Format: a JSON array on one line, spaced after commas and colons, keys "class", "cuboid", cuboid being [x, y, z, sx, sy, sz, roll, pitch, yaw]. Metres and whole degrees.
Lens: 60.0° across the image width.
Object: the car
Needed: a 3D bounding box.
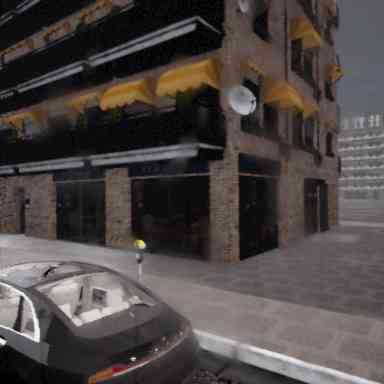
[{"class": "car", "cuboid": [-1.980, 1.556, 4.146, 4.403, 1.369, 2.008, 0, -1, 36]}]
